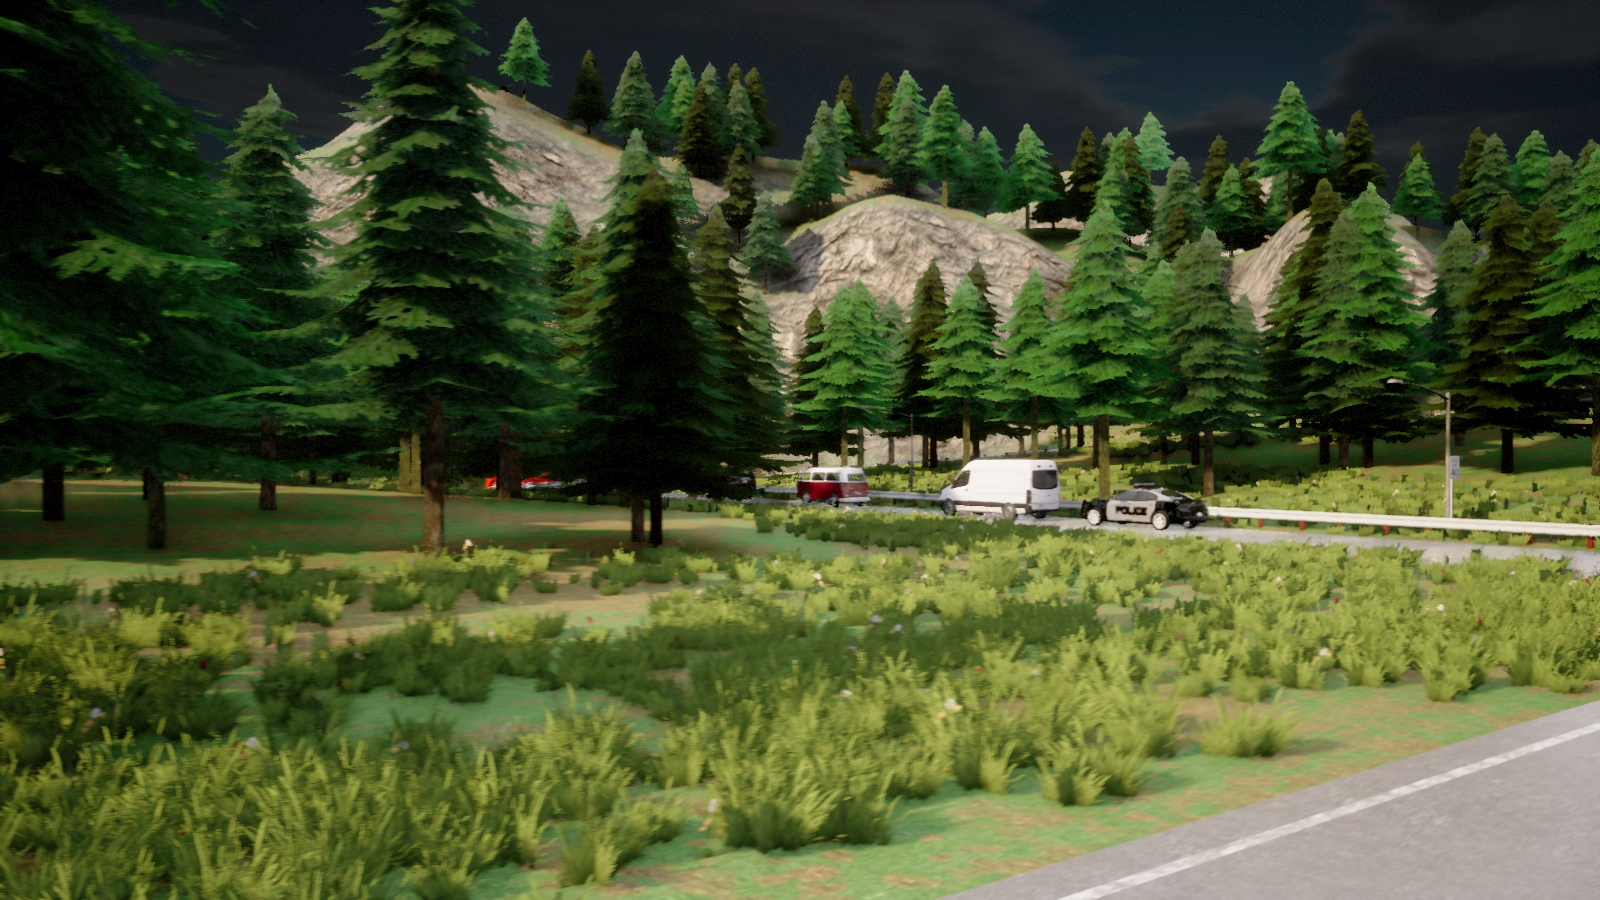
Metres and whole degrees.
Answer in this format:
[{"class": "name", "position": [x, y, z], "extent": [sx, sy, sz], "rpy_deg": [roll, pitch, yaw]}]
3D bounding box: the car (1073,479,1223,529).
[{"class": "car", "position": [13.112, 1.982, 43.374], "extent": [2.097, 1.638, 5.238], "rpy_deg": [0, 0, -35]}]

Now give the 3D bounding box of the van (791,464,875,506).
[{"class": "van", "position": [1.673, 1.783, 59.475], "extent": [2.069, 2.038, 4.480], "rpy_deg": [0, 0, -35]}]

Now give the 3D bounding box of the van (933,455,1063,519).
[{"class": "van", "position": [8.518, 1.535, 49.722], "extent": [1.988, 2.561, 5.915], "rpy_deg": [0, 0, -35]}]
